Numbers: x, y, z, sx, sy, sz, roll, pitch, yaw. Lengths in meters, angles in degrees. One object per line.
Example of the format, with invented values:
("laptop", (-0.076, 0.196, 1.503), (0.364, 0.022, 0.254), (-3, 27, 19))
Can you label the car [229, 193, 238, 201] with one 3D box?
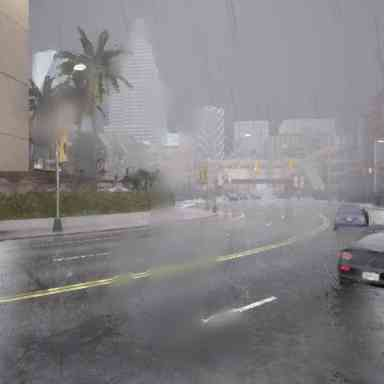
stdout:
("car", (10.797, 1.289, 87.333), (2.185, 1.767, 4.553), (0, 0, 7))

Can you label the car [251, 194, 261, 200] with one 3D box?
("car", (17.715, 1.531, 90.075), (1.895, 1.301, 4.718), (0, 0, 7))

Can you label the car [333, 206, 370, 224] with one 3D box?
("car", (9.801, 1.536, 20.412), (2.033, 1.411, 5.357), (0, 0, 28))

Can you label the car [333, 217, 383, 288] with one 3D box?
("car", (5.174, 1.522, 8.309), (1.812, 1.442, 4.674), (0, 0, 44))

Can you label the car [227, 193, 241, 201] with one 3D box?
("car", (10.165, 1.419, 80.938), (2.097, 1.535, 5.008), (0, 0, 7))

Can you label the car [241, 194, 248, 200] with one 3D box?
("car", (14.248, 1.486, 90.558), (1.994, 1.385, 4.181), (0, 0, 7))
